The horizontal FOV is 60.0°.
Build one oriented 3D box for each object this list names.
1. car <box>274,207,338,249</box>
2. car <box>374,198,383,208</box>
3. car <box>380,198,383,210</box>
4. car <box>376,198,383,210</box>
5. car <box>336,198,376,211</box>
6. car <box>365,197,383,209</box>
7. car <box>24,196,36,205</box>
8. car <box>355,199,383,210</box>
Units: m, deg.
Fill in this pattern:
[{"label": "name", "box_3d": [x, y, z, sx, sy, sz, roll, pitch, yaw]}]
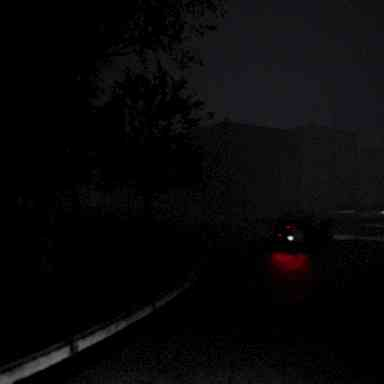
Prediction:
[{"label": "car", "box_3d": [5.279, 1.625, 15.502, 1.837, 1.490, 4.892, -1, -1, 32]}, {"label": "car", "box_3d": [31.846, 1.818, 52.717, 2.231, 1.521, 4.892, 0, 0, -33]}, {"label": "car", "box_3d": [27.660, 1.888, 44.552, 4.181, 1.385, 1.994, 0, 1, -33]}, {"label": "car", "box_3d": [24.904, 1.782, 48.211, 2.097, 1.535, 5.008, 0, 0, -33]}, {"label": "car", "box_3d": [22.608, 1.639, 46.677, 2.185, 1.767, 4.553, 0, 0, -33]}, {"label": "car", "box_3d": [29.550, 1.682, 51.182, 2.185, 1.767, 4.553, 0, 0, -33]}, {"label": "car", "box_3d": [-29.366, 1.504, 60.806, 2.097, 1.767, 4.553, 1, -2, -22]}, {"label": "car", "box_3d": [27.220, 1.835, 49.705, 2.002, 1.452, 4.674, 0, 0, -33]}]
